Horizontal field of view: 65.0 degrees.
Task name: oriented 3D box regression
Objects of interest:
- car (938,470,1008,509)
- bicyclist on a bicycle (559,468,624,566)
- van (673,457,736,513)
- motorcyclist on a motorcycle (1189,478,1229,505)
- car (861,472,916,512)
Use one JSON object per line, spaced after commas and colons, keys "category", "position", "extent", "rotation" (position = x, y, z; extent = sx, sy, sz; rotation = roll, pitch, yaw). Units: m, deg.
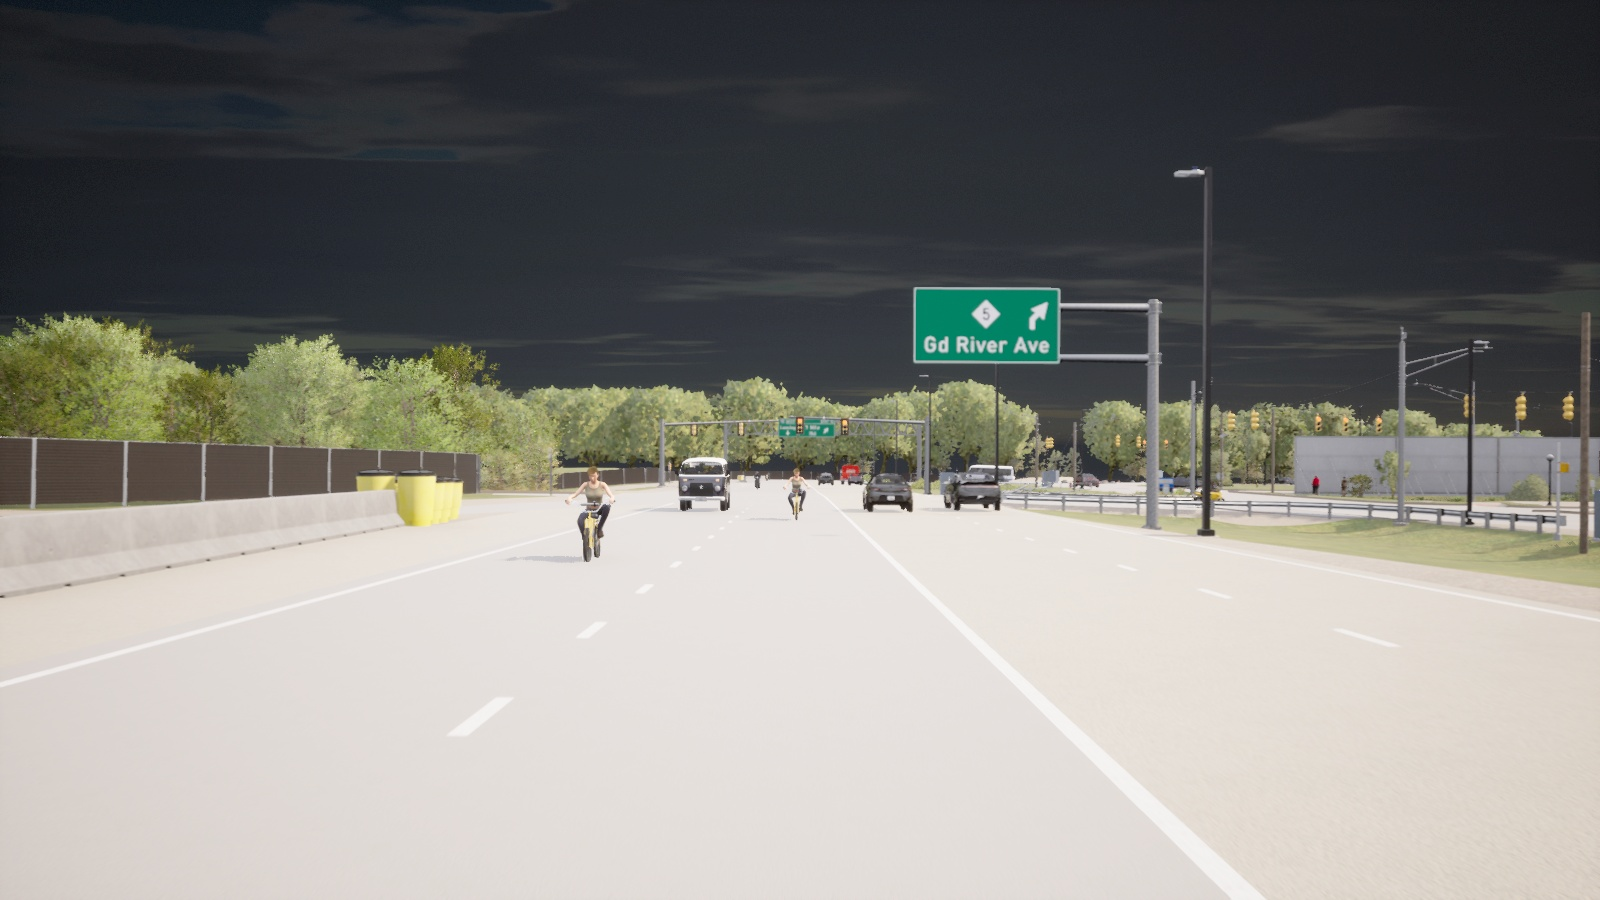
{"category": "car", "position": [6.882, 1.545, 50.389], "extent": [2.128, 1.511, 4.902], "rotation": [0, -1, 0]}
{"category": "bicyclist on a bicycle", "position": [-3.550, 1.113, 21.511], "extent": [0.866, 1.612, 1.509], "rotation": [0, -1, 0]}
{"category": "van", "position": [-3.613, 1.319, 48.100], "extent": [2.069, 2.038, 4.480], "rotation": [0, -1, 0]}
{"category": "motorcyclist on a motorcycle", "position": [24.215, 2.450, 74.326], "extent": [2.044, 1.523, 0.797], "rotation": [-2, 0, -3]}
{"category": "car", "position": [3.386, 1.592, 48.793], "extent": [1.816, 1.474, 4.193], "rotation": [0, -1, 0]}
